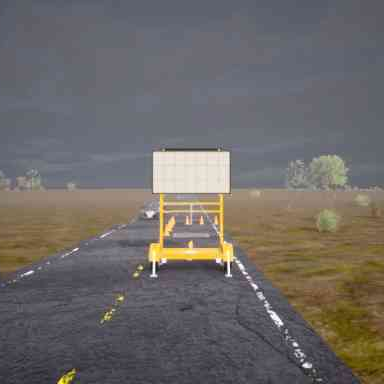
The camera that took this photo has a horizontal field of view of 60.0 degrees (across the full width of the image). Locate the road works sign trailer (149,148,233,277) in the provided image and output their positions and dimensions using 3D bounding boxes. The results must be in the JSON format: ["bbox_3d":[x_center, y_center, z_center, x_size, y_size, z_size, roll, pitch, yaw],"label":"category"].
[{"bbox_3d":[-0.021,0.464,10.237,2.380,3.560,2.880,0,0,0],"label":"road works sign trailer"}]

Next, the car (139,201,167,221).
[{"bbox_3d":[-3.155,1.491,27.386,2.128,1.511,4.902,0,0,0],"label":"car"}]

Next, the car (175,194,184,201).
[{"bbox_3d":[-3.175,1.352,86.504,2.097,1.767,4.553,0,0,0],"label":"car"}]
